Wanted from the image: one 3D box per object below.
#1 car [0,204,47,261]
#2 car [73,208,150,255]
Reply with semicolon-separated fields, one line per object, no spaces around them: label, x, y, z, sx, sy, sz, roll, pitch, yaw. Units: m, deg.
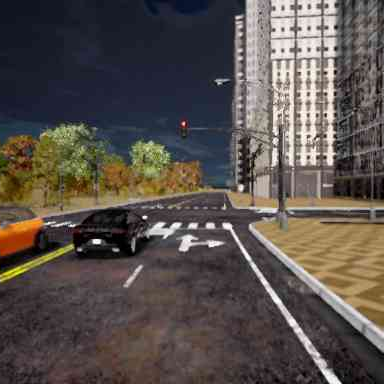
car;-6.336;1.232;10.084;2.097;1.767;4.553;0;1;2
car;-2.841;1.337;12.680;1.882;1.535;5.008;0;1;2
